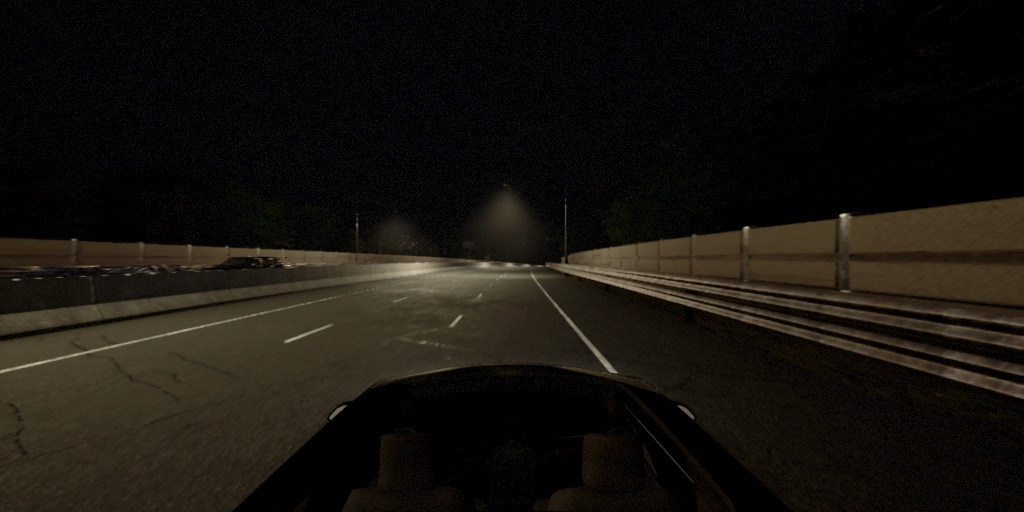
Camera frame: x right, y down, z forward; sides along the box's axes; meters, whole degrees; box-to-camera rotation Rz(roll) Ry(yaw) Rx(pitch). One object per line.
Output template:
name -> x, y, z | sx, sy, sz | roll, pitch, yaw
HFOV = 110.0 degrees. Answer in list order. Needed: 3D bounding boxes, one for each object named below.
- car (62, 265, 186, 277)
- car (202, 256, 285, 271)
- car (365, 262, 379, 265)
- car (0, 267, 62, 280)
car -> -20.945, 1.258, 20.124 | 2.128, 1.511, 4.902 | 0, -1, 1
car -> -17.390, 1.026, 23.488 | 2.150, 2.045, 5.566 | 0, -1, 1
car -> -23.162, 1.759, 59.470 | 2.033, 1.411, 5.357 | 0, -1, 3
car -> -24.457, 1.303, 19.750 | 2.033, 1.411, 5.357 | 0, 0, 1
